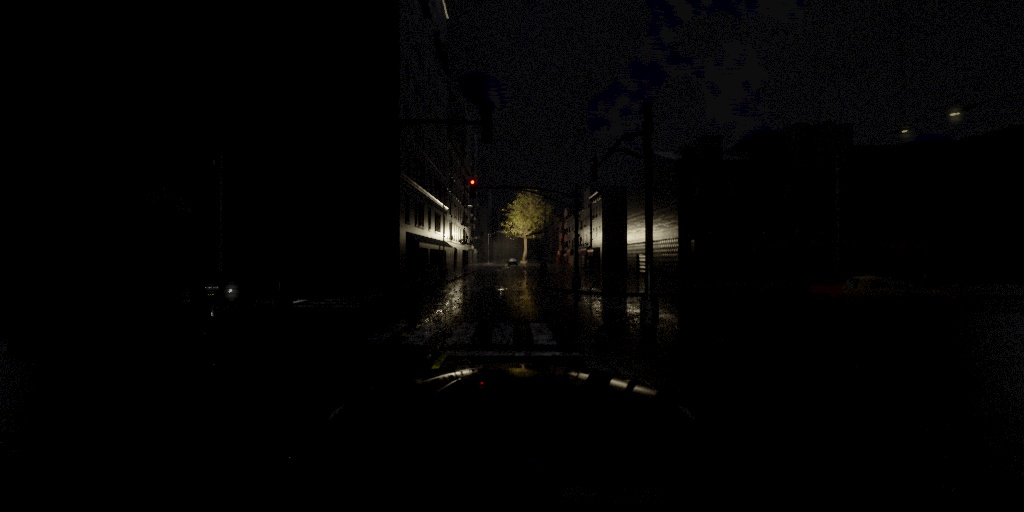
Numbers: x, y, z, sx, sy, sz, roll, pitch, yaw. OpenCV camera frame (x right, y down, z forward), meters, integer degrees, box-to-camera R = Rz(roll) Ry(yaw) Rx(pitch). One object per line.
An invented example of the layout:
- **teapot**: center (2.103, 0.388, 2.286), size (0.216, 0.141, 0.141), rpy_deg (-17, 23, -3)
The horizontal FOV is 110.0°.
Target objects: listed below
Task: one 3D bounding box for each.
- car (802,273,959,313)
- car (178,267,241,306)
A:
- **car**: center (13.898, 1.344, 13.625), size (4.829, 1.417, 1.751), rpy_deg (0, 0, 0)
- **car**: center (-13.764, 1.175, 14.499), size (4.892, 1.490, 1.837), rpy_deg (0, 0, 0)
